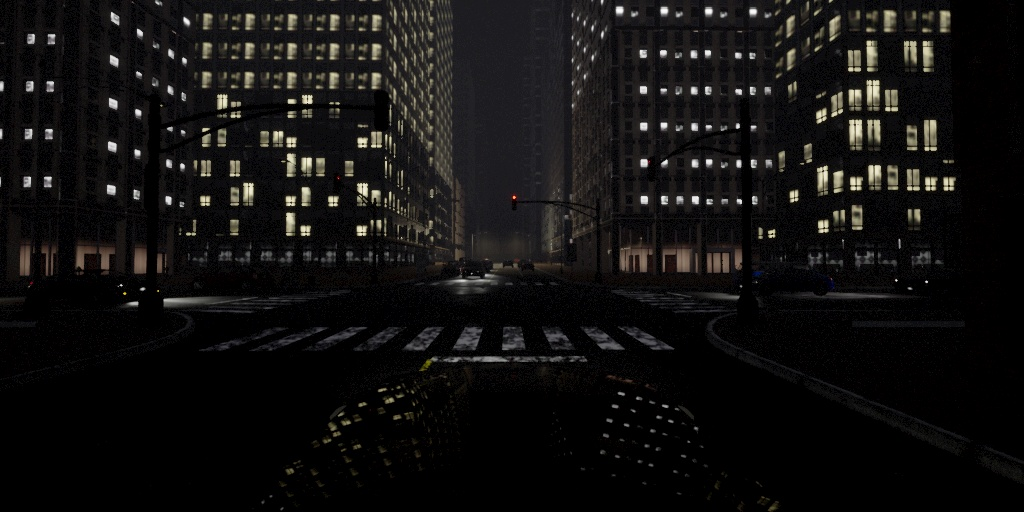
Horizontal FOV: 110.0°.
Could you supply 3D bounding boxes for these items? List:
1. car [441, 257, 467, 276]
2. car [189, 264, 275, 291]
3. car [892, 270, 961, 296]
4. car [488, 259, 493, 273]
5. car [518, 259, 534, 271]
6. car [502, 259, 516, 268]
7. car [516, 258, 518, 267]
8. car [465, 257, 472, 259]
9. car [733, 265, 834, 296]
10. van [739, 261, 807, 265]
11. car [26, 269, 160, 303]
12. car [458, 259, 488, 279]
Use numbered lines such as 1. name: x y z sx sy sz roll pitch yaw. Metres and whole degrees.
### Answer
1. car: -6.137 1.203 37.021 1.967 1.591 4.097 0 0 -1
2. car: -16.742 1.255 21.448 4.097 1.591 1.967 0 0 -1
3. car: 23.579 1.435 19.290 4.718 1.301 1.895 0 -1 -1
4. car: -3.626 1.367 43.424 1.895 1.301 4.718 0 0 -1
5. car: 2.100 1.350 48.339 1.802 1.307 4.207 0 0 -1
6. car: -0.683 1.266 63.359 2.128 1.511 4.902 0 0 -1
7. car: 1.957 1.298 59.664 1.751 1.417 4.829 0 0 -1
8. car: -6.279 1.082 48.170 2.192 1.841 5.009 0 0 -1
9. car: 14.536 1.342 19.192 4.674 1.442 1.812 0 -1 -2
10. van: 15.730 1.210 21.787 3.998 1.789 1.690 0 0 -1
11. car: -18.131 1.264 15.662 4.181 1.385 1.994 0 -1 0
12. car: -3.498 1.266 33.206 1.837 1.490 4.892 0 0 -1
